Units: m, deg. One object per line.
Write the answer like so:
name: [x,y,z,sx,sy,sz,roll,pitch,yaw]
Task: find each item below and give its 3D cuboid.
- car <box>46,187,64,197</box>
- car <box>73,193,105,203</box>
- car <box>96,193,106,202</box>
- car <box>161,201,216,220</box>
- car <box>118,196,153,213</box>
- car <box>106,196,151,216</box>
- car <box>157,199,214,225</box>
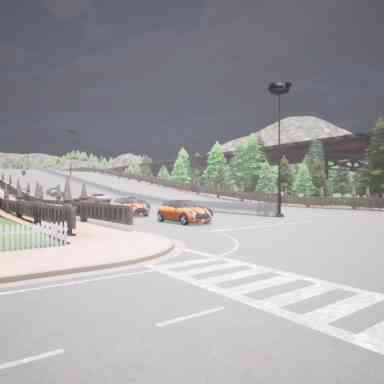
car: [-20.774,-0.080,50.838,1.895,1.301,4.718,0,7,-36]
car: [-12.570,1.154,39.834,1.895,1.301,4.718,0,3,-37]
car: [-12.711,0.806,45.851,1.895,1.301,4.718,0,5,-37]
car: [-0.429,1.538,29.618,2.033,1.411,5.357,0,0,-37]
car: [-6.445,1.329,37.540,1.837,1.490,4.892,0,2,-37]
car: [-5.815,1.322,30.920,2.097,1.767,4.553,0,1,-37]
car: [-0.606,1.351,24.069,2.097,1.767,4.553,0,0,-37]
